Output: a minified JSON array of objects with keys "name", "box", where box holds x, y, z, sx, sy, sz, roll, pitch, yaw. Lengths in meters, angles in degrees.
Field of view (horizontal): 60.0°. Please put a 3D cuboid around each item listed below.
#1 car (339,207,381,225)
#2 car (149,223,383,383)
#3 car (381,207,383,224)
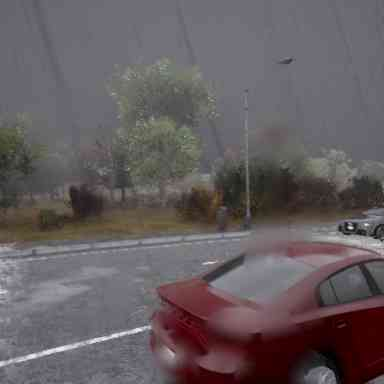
[{"name":"car","box":[9.064,1.423,15.695,4.181,1.385,1.994,0,1,-19]},{"name":"car","box":[1.895,1.449,4.570,5.008,1.535,1.882,0,0,-31]},{"name":"car","box":[9.679,1.247,12.217,4.553,1.767,2.097,0,1,-19]}]
